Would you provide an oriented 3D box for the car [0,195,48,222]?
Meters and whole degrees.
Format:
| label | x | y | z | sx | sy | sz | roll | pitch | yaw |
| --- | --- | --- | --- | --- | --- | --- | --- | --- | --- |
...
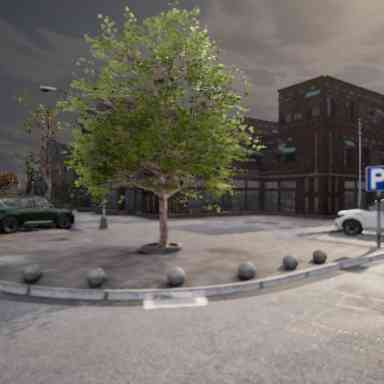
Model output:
| label | x | y | z | sx | sy | sz | roll | pitch | yaw |
| --- | --- | --- | --- | --- | --- | --- | --- | --- | --- |
| car | -14.951 | 1.304 | 26.903 | 2.435 | 2.045 | 5.566 | 1 | -1 | 34 |

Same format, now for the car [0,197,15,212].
| label | x | y | z | sx | sy | sz | roll | pitch | yaw |
| --- | --- | --- | --- | --- | --- | --- | --- | --- | --- |
| car | -23.592 | 1.471 | 38.942 | 2.185 | 1.767 | 4.553 | 1 | -1 | 34 |

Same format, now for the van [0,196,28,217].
| label | x | y | z | sx | sy | sz | roll | pitch | yaw |
| --- | --- | --- | --- | --- | --- | --- | --- | --- | --- |
| van | -18.345 | 1.349 | 31.824 | 1.878 | 1.987 | 4.442 | 0 | -1 | 34 |

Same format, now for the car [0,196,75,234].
| label | x | y | z | sx | sy | sz | roll | pitch | yaw |
| --- | --- | --- | --- | --- | --- | --- | --- | --- | --- |
| car | -9.735 | 1.280 | 19.762 | 2.435 | 2.045 | 5.566 | 0 | -1 | 34 |

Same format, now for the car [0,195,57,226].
| label | x | y | z | sx | sy | sz | roll | pitch | yaw |
| --- | --- | --- | --- | --- | --- | --- | --- | --- | --- |
| car | -13.219 | 1.296 | 24.504 | 2.435 | 2.045 | 5.566 | 1 | -1 | 34 |

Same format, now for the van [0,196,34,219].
| label | x | y | z | sx | sy | sz | roll | pitch | yaw |
| --- | --- | --- | --- | --- | --- | --- | --- | --- | --- |
| van | -16.613 | 1.341 | 29.425 | 1.878 | 1.987 | 4.442 | 0 | -1 | 34 |

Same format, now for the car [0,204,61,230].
| label | x | y | z | sx | sy | sz | roll | pitch | yaw |
| --- | --- | --- | --- | --- | --- | --- | --- | --- | --- |
| car | -11.479 | 1.568 | 22.100 | 2.163 | 1.488 | 4.792 | 1 | -1 | 34 |

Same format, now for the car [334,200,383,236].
| label | x | y | z | sx | sy | sz | roll | pitch | yaw |
| --- | --- | --- | --- | --- | --- | --- | --- | --- | --- |
| car | 10.786 | 1.380 | 18.099 | 5.566 | 2.045 | 2.435 | -1 | -1 | 35 |
